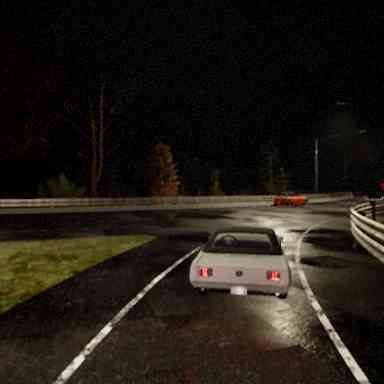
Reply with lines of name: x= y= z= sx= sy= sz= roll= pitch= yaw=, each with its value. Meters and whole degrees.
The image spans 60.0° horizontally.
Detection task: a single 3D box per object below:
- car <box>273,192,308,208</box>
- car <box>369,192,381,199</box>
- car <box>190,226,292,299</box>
car: x=11.584 y=0.820 z=38.852 sx=4.553 sy=1.767 sz=2.097 roll=-1 pitch=1 yaw=-38
car: x=36.834 y=0.718 z=67.047 sx=1.994 sy=1.385 sz=4.181 roll=0 pitch=1 yaw=31
car: x=1.308 y=1.496 z=8.262 sx=1.895 sy=1.301 sz=4.718 roll=0 pitch=1 yaw=12
